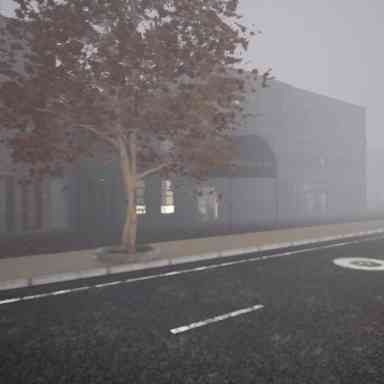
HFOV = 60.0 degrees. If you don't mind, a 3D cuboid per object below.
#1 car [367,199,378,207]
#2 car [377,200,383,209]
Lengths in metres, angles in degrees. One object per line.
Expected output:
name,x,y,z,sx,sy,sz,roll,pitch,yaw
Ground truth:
car,30.124,1.818,56.910,2.008,1.369,4.403,-2,0,-36
car,28.232,1.819,45.150,1.947,1.339,4.313,-2,0,-36
